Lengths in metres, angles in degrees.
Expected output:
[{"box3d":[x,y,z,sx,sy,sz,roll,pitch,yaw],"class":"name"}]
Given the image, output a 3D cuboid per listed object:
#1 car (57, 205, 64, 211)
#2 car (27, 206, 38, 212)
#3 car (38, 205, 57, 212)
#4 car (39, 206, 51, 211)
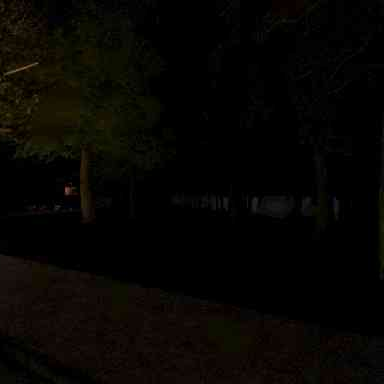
[{"box3d":[-35.123,4.238,87.498,2.128,1.511,4.902,0,-2,-9],"class":"car"},{"box3d":[-36.677,3.912,77.058,1.837,1.490,4.892,0,-2,-9],"class":"car"},{"box3d":[-33.409,3.886,77.215,1.837,1.490,4.892,0,-2,-9],"class":"car"},{"box3d":[-38.328,4.274,86.963,1.994,1.385,4.181,0,-2,-9],"class":"car"}]
